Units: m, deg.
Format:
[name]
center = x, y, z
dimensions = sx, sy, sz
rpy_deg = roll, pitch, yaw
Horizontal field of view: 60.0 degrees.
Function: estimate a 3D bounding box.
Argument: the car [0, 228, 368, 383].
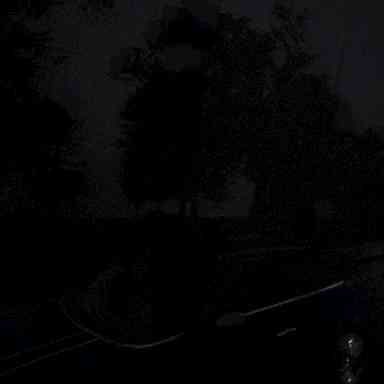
[car]
center = -0.138, 1.357, 3.582
dimensions = 4.553, 1.767, 2.097
rpy_deg = 0, 0, -35
